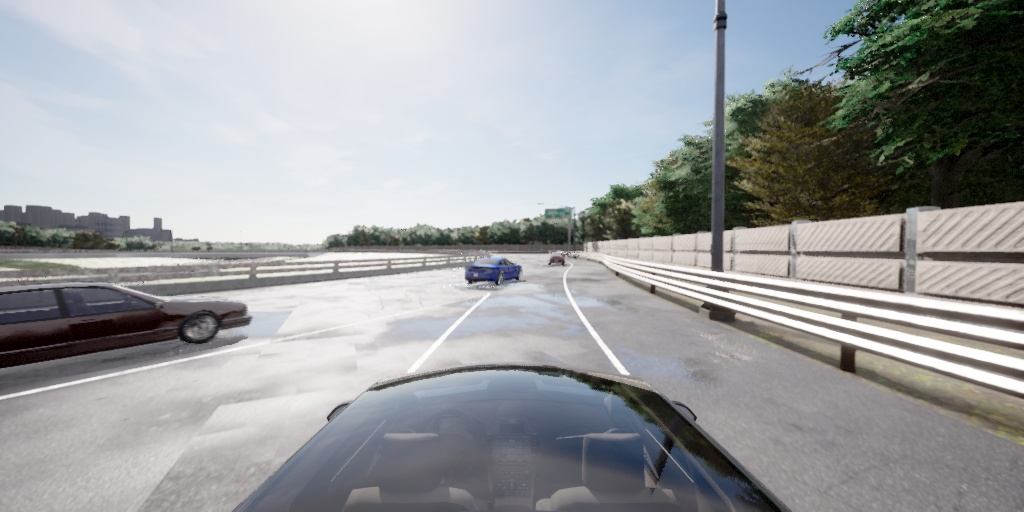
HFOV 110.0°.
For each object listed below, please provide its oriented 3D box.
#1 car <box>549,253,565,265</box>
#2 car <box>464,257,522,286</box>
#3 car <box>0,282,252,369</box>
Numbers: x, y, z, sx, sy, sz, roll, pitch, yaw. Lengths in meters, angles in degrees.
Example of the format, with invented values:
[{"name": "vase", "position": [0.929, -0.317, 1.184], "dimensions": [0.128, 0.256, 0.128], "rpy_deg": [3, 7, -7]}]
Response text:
[{"name": "car", "position": [5.735, 0.331, 45.901], "dimensions": [1.812, 1.442, 4.674], "rpy_deg": [0, 1, 8]}, {"name": "car", "position": [-0.959, 0.811, 21.072], "dimensions": [1.882, 1.535, 5.008], "rpy_deg": [1, 1, 22]}, {"name": "car", "position": [-8.089, 1.184, 6.491], "dimensions": [2.033, 1.411, 5.357], "rpy_deg": [0, 1, 30]}]
